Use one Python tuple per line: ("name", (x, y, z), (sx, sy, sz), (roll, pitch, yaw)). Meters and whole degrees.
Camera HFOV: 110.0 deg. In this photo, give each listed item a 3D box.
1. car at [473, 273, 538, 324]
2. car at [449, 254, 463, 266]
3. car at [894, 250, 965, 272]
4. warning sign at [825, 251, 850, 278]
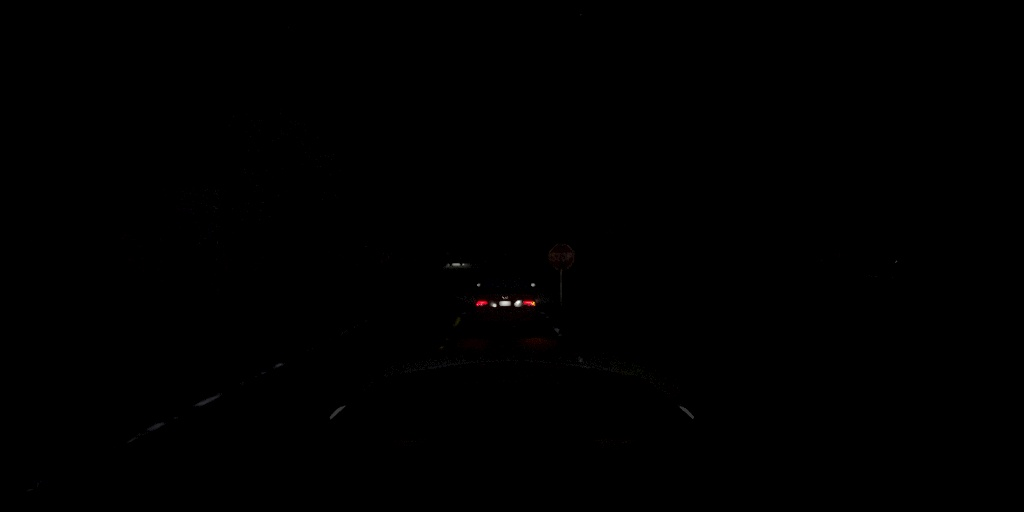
("car", (-0.194, 1.240, 11.609), (2.033, 1.411, 5.357), (0, 0, -1))
("car", (-9.722, 0.654, 62.424), (2.150, 2.045, 5.566), (0, 1, -8))
("car", (38.623, 0.453, 33.093), (5.566, 2.045, 2.150), (-1, 0, -5))
("warning sign", (22.077, 0.556, 24.257), (1.060, 1.860, 1.300), (0, 0, -6))
